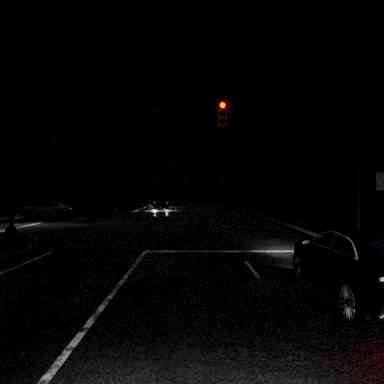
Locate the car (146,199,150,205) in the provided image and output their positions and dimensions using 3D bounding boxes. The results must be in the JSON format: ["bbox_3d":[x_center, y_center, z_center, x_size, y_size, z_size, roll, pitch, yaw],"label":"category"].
[{"bbox_3d":[-9.463,2.248,76.303,1.812,1.442,4.674,0,-1,-19],"label":"car"}]

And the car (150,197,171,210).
[{"bbox_3d":[-4.231,1.450,45.396,2.097,1.767,4.553,0,-1,-4],"label":"car"}]

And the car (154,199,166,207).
[{"bbox_3d":[-5.994,1.993,61.528,1.895,1.301,4.718,0,-1,-10],"label":"car"}]

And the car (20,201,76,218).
[{"bbox_3d":[-13.014,1.574,30.166,4.674,1.442,1.812,0,1,-4],"label":"car"}]

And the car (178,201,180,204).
[{"bbox_3d":[-4.690,2.441,83.542,1.895,1.301,4.718,0,-1,-22],"label":"car"}]

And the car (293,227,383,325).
[{"bbox_3d":[3.586,1.492,7.072,2.128,1.511,4.902,0,0,1],"label":"car"}]

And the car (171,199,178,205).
[{"bbox_3d":[-5.145,2.214,74.202,1.994,1.385,4.181,0,-1,-19],"label":"car"}]

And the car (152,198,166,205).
[{"bbox_3d":[-8.317,2.345,83.152,1.882,1.535,5.008,0,-1,-25],"label":"car"}]
